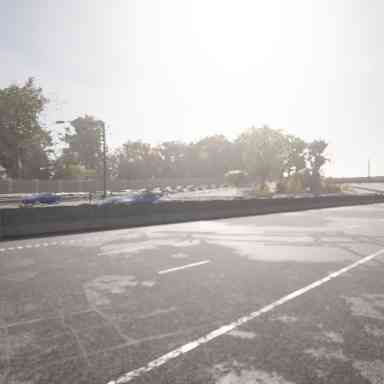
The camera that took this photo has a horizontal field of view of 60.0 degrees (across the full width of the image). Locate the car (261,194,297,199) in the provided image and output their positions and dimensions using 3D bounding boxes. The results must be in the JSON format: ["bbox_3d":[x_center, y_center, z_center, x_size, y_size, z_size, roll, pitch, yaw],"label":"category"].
[{"bbox_3d":[11.961,1.230,45.535,1.882,1.535,5.008,0,0,44],"label":"car"}]

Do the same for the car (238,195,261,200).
[{"bbox_3d":[9.084,1.352,47.586,1.895,1.301,4.718,0,0,44],"label":"car"}]

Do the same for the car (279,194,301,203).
[{"bbox_3d":[18.419,1.163,62.486,1.882,1.535,5.008,0,0,43],"label":"car"}]

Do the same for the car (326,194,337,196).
[{"bbox_3d":[24.549,1.191,58.783,1.837,1.490,4.892,0,0,43],"label":"car"}]

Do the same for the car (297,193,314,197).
[{"bbox_3d":[19.952,1.048,59.041,2.097,1.767,4.553,0,0,44],"label":"car"}]

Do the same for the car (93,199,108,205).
[{"bbox_3d":[-7.947,1.244,34.676,1.882,1.535,5.008,2,-1,43],"label":"car"}]

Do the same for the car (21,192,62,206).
[{"bbox_3d":[-17.737,0.793,39.433,1.882,1.535,5.008,0,1,21],"label":"car"}]

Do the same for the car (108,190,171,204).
[{"bbox_3d":[-5.023,1.055,32.689,2.150,2.045,5.566,0,0,43],"label":"car"}]

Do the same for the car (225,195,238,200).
[{"bbox_3d":[6.788,1.251,50.243,1.837,1.490,4.892,0,0,44],"label":"car"}]

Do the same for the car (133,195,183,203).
[{"bbox_3d":[-2.473,1.328,30.291,2.128,1.511,4.902,0,0,43],"label":"car"}]

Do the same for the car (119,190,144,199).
[{"bbox_3d":[-10.612,0.441,58.759,2.128,1.511,4.902,0,1,21],"label":"car"}]
